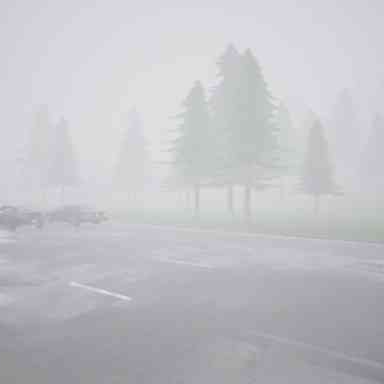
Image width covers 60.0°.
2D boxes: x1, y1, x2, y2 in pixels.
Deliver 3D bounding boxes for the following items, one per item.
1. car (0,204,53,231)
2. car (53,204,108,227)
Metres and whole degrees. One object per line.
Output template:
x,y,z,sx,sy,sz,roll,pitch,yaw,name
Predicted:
-10.738,1.478,20.157,4.674,1.442,1.812,0,0,36,car
-8.020,1.502,22.508,5.357,1.411,2.033,0,0,36,car
